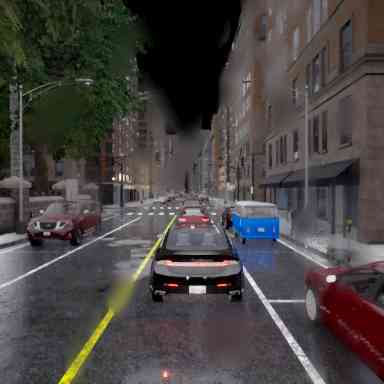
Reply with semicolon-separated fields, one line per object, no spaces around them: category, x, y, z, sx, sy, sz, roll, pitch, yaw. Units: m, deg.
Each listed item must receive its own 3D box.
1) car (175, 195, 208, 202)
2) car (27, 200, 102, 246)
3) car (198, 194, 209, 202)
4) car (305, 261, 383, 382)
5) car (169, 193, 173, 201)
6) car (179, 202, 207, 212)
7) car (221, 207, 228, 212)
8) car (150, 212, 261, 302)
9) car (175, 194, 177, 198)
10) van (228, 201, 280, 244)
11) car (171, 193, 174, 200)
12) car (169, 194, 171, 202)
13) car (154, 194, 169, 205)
car;0.046;1.338;27.452;2.097;1.767;4.553;0;0;2
car;-5.670;1.310;15.502;2.192;1.841;5.009;0;0;0
car;2.850;1.385;75.580;1.967;1.590;4.097;0;0;0
car;2.855;1.544;4.222;1.887;1.381;4.507;0;0;0
car;-5.674;1.492;70.093;1.887;1.381;4.507;0;0;0
car;0.102;1.519;18.494;1.812;1.442;4.674;0;0;0
car;2.855;1.557;21.203;1.947;1.339;4.313;0;0;0
car;0.100;1.490;8.232;2.128;1.511;4.902;0;0;0
car;-5.675;1.495;86.445;2.008;1.369;4.403;0;0;0
van;2.854;1.336;15.543;1.690;1.788;3.998;0;0;0
car;-5.674;1.490;75.544;1.887;1.381;4.507;0;0;0
car;-5.674;1.500;64.642;2.008;1.369;4.403;0;0;0
car;-5.673;1.479;59.021;1.752;1.417;4.829;0;0;0
